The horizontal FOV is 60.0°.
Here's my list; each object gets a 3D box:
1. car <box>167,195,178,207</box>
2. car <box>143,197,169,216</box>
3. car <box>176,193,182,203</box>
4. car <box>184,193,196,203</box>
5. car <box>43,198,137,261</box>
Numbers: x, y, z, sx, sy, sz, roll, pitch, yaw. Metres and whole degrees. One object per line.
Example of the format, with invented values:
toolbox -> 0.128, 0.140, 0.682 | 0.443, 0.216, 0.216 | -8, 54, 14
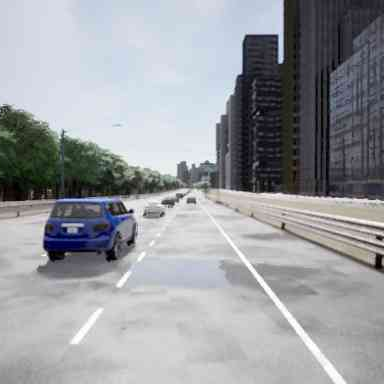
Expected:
car -> -3.633, 1.537, 52.071 | 1.837, 1.490, 4.892 | 0, 0, 0
car -> -3.550, 1.545, 32.058 | 1.812, 1.442, 4.674 | 0, 0, 0
car -> -3.759, 1.585, 72.621 | 1.994, 1.385, 4.181 | 0, 0, 0
car -> -0.125, 1.521, 67.739 | 2.128, 1.511, 4.902 | 0, 0, 0
car -> -3.508, 1.226, 12.440 | 2.150, 2.045, 5.566 | 0, 0, 0
